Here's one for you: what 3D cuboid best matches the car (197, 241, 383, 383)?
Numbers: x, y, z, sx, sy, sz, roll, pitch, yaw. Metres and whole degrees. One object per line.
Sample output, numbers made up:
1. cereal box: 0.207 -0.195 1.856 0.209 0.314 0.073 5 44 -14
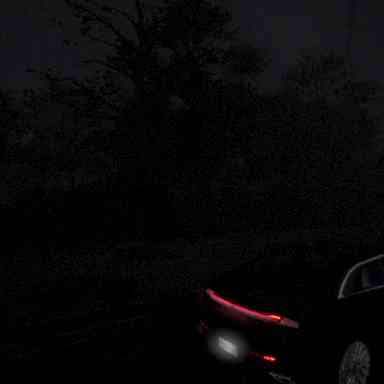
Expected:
1. car: 2.373 1.533 5.126 4.902 1.511 2.128 1 0 -35
